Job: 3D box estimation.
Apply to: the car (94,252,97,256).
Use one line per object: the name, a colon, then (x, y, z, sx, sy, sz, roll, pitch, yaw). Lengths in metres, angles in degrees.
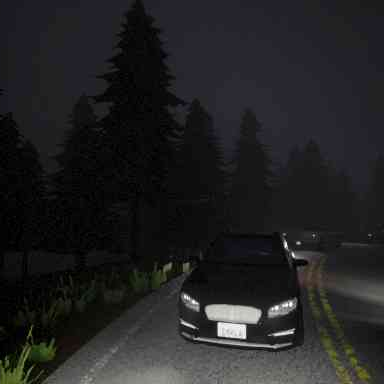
car: (-20.230, 13.650, 72.990, 4.181, 1.381, 1.994, -2, -5, 31)

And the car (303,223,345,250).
car: (6.515, 2.309, 17.710, 1.895, 1.301, 4.718, -3, -6, 39)

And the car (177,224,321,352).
car: (1.137, 1.562, 6.611, 2.128, 1.511, 4.902, -1, -2, 15)

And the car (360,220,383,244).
car: (15.874, 3.227, 26.466, 5.566, 2.045, 2.150, 8, -8, -28)
